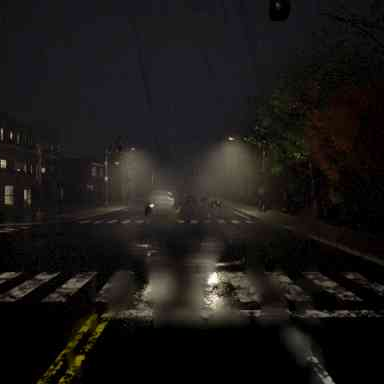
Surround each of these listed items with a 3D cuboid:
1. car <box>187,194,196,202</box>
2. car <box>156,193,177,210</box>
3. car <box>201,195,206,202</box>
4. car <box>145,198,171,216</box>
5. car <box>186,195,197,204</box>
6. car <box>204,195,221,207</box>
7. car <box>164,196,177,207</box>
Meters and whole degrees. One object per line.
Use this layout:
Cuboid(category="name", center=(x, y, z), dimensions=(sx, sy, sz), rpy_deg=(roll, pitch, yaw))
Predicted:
Cuboid(category="car", center=(-0.167, 1.281, 73.127), dimensions=(1.882, 1.535, 5.008), rpy_deg=(0, 0, 0))
Cuboid(category="car", center=(-3.429, 1.207, 43.161), dimensions=(2.150, 2.045, 5.566), rpy_deg=(0, 0, 0))
Cuboid(category="car", center=(3.085, 1.494, 73.260), dimensions=(2.128, 1.511, 4.902), rpy_deg=(0, 0, 0))
Cuboid(category="car", center=(-3.412, 1.554, 32.760), dimensions=(1.994, 1.385, 4.181), rpy_deg=(0, 0, 0))
Cuboid(category="car", center=(-0.144, 1.481, 62.709), dimensions=(1.837, 1.490, 4.892), rpy_deg=(0, 0, 0))
Cuboid(category="car", center=(3.236, 1.583, 50.561), dimensions=(1.895, 1.301, 4.718), rpy_deg=(0, 0, 0))
Cuboid(category="car", center=(-3.446, 1.484, 53.627), dimensions=(1.837, 1.490, 4.892), rpy_deg=(0, 0, 0))
